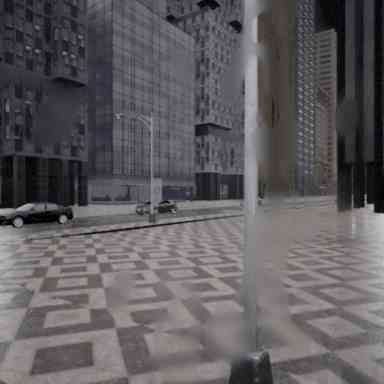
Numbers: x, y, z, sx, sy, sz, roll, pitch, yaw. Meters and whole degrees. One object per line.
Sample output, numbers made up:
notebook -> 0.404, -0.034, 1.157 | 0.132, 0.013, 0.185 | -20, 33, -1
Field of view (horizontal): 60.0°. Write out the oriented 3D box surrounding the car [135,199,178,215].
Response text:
car -> -3.360, 1.457, 31.861 | 1.837, 1.490, 4.892 | 0, 0, 36

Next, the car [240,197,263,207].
car -> 8.666, 1.419, 48.198 | 2.128, 1.511, 4.902 | 0, 0, 37

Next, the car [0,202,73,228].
car -> -10.415, 1.447, 22.193 | 1.882, 1.535, 5.008 | 0, 0, 36
